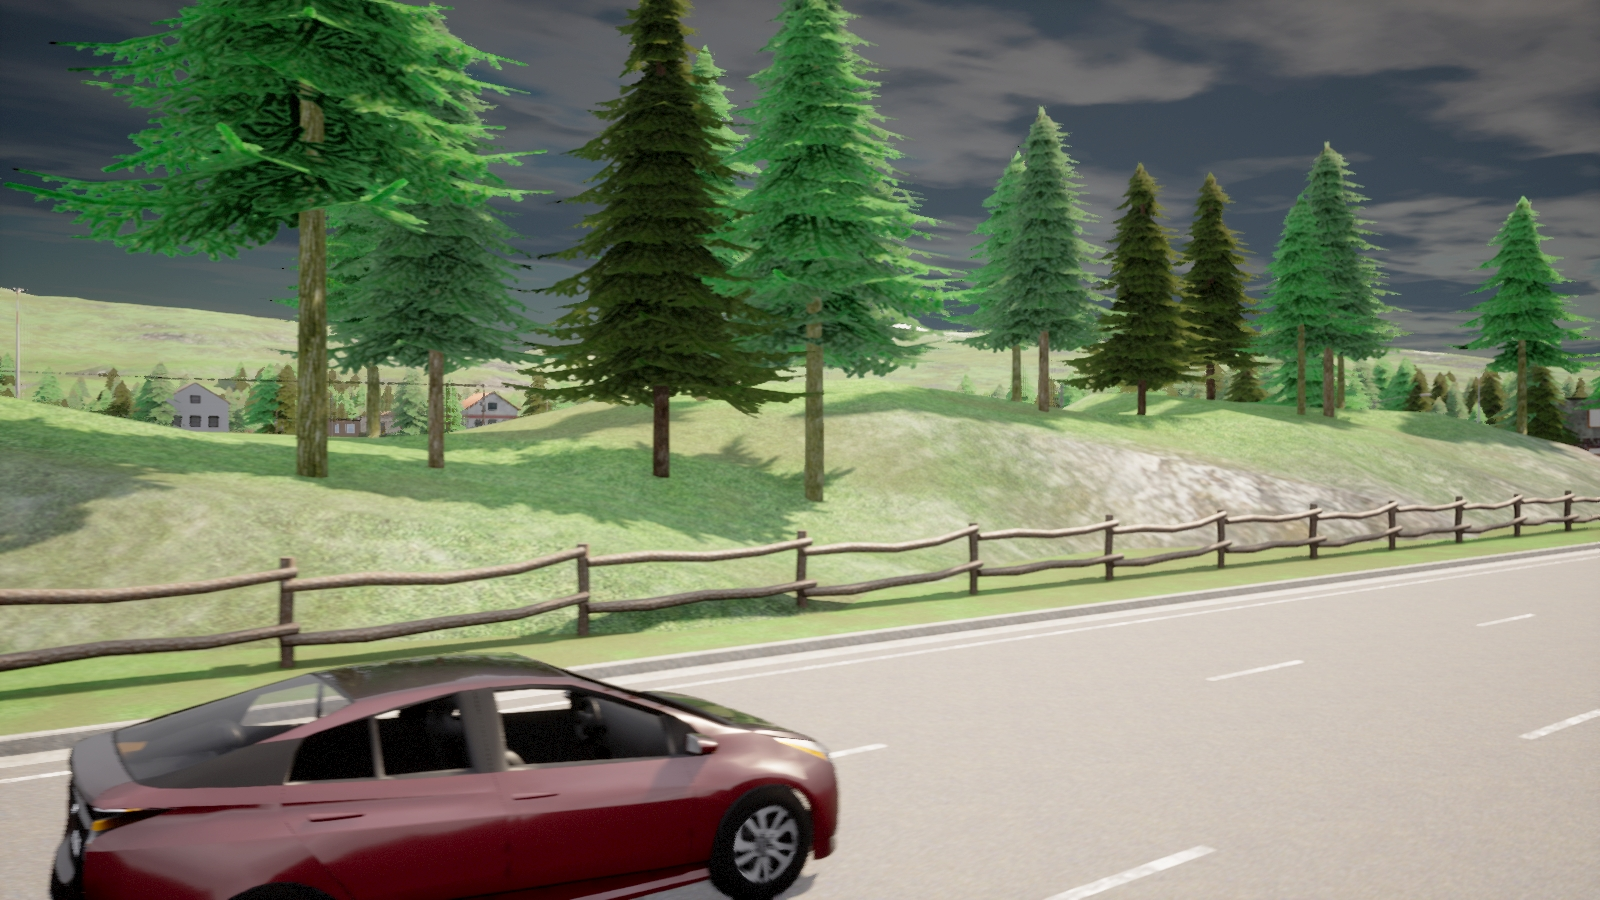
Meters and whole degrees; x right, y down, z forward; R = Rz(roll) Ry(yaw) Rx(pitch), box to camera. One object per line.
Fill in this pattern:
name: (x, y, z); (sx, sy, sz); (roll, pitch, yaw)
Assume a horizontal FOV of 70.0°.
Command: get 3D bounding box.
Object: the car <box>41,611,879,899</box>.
car: (-1.907, 2.042, 6.992); (4.514, 1.525, 2.007); (0, 0, -35)
